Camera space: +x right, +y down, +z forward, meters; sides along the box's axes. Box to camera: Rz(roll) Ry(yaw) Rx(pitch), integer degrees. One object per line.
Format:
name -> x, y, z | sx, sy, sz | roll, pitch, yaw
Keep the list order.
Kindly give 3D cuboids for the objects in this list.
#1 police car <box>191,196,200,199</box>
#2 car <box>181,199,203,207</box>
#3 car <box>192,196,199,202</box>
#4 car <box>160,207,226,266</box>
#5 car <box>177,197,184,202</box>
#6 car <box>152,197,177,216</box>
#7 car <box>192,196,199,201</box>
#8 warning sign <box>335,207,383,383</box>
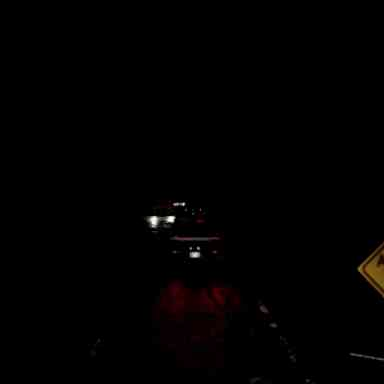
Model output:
police car -> 0.850, 1.600, 73.783 | 1.930, 1.638, 5.238 | 0, 0, 0
car -> 0.108, 1.654, 32.253 | 1.895, 1.301, 4.718 | 0, 0, 0
car -> 0.853, 1.739, 83.672 | 1.812, 1.442, 4.674 | 0, 0, 0
car -> 0.092, 1.507, 11.536 | 2.128, 1.511, 4.902 | 0, 0, 0
car -> -2.726, 1.671, 74.526 | 1.895, 1.301, 4.718 | 0, 0, 0
car -> -2.837, 1.533, 33.446 | 1.882, 1.535, 5.008 | 0, 0, 0
car -> 0.855, 1.743, 89.672 | 1.837, 1.490, 4.892 | 0, 0, 0
warning sign -> 2.455, 1.119, 3.666 | 1.300, 1.860, 1.060 | 0, 0, 0
